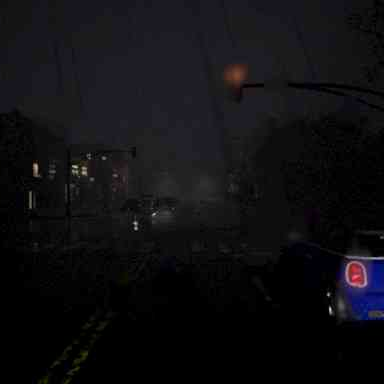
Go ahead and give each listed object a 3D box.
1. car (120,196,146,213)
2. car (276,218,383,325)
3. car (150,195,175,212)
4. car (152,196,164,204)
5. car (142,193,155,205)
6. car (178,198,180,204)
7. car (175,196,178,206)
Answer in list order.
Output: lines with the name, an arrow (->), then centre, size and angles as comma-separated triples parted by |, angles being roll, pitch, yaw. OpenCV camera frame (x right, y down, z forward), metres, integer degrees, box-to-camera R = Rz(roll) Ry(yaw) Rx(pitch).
car -> -6.665, 1.511, 37.212 | 1.812, 1.442, 4.674 | 0, 0, 1
car -> 3.347, 1.349, 7.260 | 2.097, 1.767, 4.553 | 0, 0, 0
car -> -3.403, 1.463, 39.038 | 1.882, 1.535, 5.008 | 0, 0, 0
car -> -6.687, 1.539, 66.141 | 1.994, 1.385, 4.181 | 0, 0, 0
car -> -6.702, 1.194, 50.974 | 2.150, 2.045, 5.566 | 0, 1, -1
car -> -3.447, 1.542, 64.219 | 1.994, 1.385, 4.181 | 0, 0, 0
car -> -3.435, 1.485, 49.673 | 1.837, 1.490, 4.892 | 0, 0, 0
